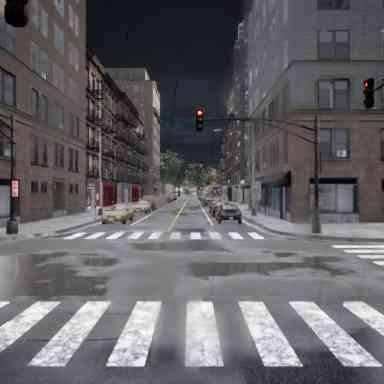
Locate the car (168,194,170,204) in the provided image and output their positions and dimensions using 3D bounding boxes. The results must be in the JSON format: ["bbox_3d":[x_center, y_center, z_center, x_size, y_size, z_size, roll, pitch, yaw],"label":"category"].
[{"bbox_3d":[-5.356,1.555,57.599,2.008,1.369,4.403,0,0,0],"label":"car"}]

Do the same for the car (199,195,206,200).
[{"bbox_3d":[2.714,1.593,90.484,1.802,1.307,4.206,0,0,0],"label":"car"}]

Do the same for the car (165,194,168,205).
[{"bbox_3d":[-5.362,1.444,52.117,1.967,1.590,4.097,0,0,0],"label":"car"}]

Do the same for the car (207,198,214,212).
[{"bbox_3d":[2.662,1.546,30.182,1.887,1.381,4.507,0,0,0],"label":"car"}]

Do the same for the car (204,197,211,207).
[{"bbox_3d":[2.667,1.552,35.664,2.008,1.369,4.403,0,0,0],"label":"car"}]

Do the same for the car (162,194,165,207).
[{"bbox_3d":[-5.369,1.443,46.635,1.967,1.590,4.097,0,0,0],"label":"car"}]

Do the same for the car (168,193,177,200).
[{"bbox_3d":[-5.315,1.326,90.491,2.192,1.841,5.009,0,0,0],"label":"car"}]

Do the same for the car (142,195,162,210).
[{"bbox_3d":[-5.375,1.317,41.153,2.192,1.841,5.009,0,0,0],"label":"car"}]

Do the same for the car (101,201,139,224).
[{"bbox_3d":[-5.396,1.526,24.537,1.752,1.417,4.829,0,0,0],"label":"car"}]

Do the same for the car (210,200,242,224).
[{"bbox_3d":[2.658,1.551,24.700,2.008,1.369,4.403,0,0,0],"label":"car"}]

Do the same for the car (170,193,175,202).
[{"bbox_3d":[-5.342,1.321,68.563,2.192,1.841,5.009,0,0,0],"label":"car"}]

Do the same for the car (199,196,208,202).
[{"bbox_3d":[2.705,1.553,79.520,1.887,1.381,4.507,0,0,0],"label":"car"}]

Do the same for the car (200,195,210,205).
[{"bbox_3d":[2.681,1.555,52.109,2.008,1.369,4.403,0,0,0],"label":"car"}]

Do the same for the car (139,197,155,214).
[{"bbox_3d":[-5.382,1.527,35.500,1.752,1.417,4.829,0,0,0],"label":"car"}]

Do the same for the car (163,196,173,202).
[{"bbox_3d":[-5.336,1.533,73.875,1.752,1.417,4.829,0,0,0],"label":"car"}]

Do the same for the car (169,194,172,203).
[{"bbox_3d":[-5.349,1.571,63.081,1.947,1.339,4.313,0,0,0],"label":"car"}]
